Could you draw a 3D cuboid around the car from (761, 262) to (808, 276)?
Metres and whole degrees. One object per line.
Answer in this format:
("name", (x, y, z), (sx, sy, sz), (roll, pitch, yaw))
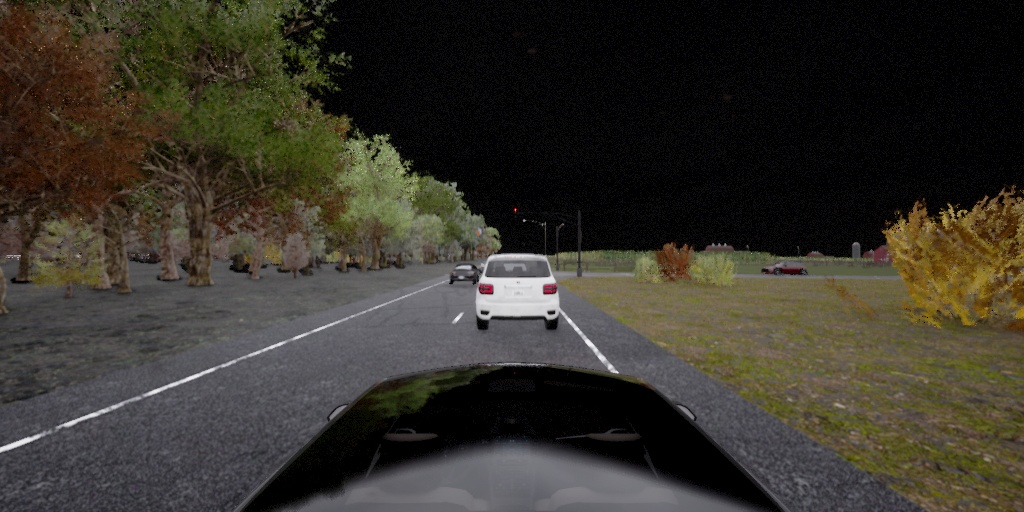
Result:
("car", (32.534, 1.471, 42.986), (4.553, 1.767, 2.097), (1, -1, 0))

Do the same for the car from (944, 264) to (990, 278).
("car", (48.999, 1.808, 39.286), (4.181, 1.385, 1.994), (1, -1, 0))

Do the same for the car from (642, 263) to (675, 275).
("car", (17.339, 1.517, 43.123), (4.181, 1.385, 1.994), (1, -1, 2))

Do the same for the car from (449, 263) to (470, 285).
("car", (-3.356, 1.256, 26.113), (1.812, 1.442, 4.674), (0, 0, 0))

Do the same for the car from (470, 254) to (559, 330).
("car", (0.124, 0.964, 11.208), (2.150, 2.045, 5.566), (0, 0, -1))

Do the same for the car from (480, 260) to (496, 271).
("car", (-3.314, 1.307, 50.269), (1.895, 1.301, 4.718), (0, 0, 0))
